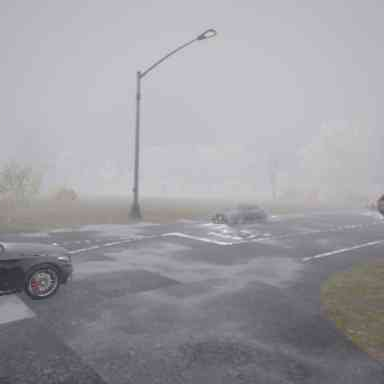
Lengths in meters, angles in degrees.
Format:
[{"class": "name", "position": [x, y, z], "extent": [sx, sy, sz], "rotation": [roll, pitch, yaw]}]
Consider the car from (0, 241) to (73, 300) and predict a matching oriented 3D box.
[{"class": "car", "position": [-4.656, 1.376, 6.175], "extent": [4.674, 1.442, 1.812], "rotation": [0, 1, -41]}]

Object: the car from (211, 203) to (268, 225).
[{"class": "car", "position": [3.292, 1.439, 22.480], "extent": [4.181, 1.385, 1.994], "rotation": [0, 2, -41]}]

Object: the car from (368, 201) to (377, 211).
[{"class": "car", "position": [22.713, 1.648, 39.575], "extent": [4.718, 1.301, 1.895], "rotation": [0, 2, -41]}]
